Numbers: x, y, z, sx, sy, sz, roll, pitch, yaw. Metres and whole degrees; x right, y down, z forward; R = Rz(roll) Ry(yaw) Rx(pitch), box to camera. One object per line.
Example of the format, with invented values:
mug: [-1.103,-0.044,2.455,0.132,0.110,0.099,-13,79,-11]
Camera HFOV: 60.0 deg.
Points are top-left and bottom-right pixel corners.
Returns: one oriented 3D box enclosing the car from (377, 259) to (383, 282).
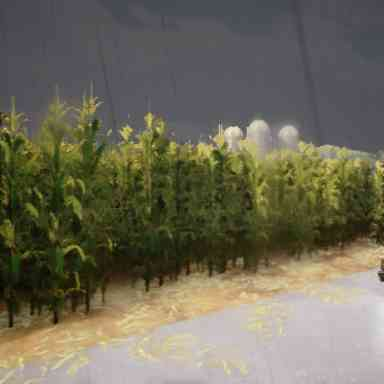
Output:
car: [6.800,1.546,8.290,5.357,1.411,2.033,0,0,-35]
